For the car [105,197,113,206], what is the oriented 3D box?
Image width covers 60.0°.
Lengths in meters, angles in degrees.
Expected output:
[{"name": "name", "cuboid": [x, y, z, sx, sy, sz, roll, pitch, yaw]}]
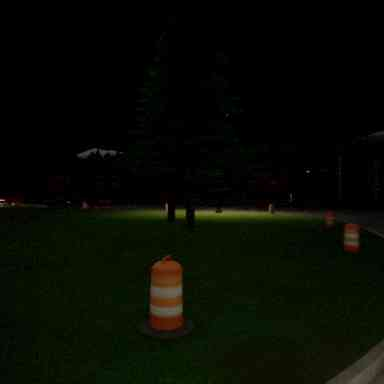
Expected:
[{"name": "car", "cuboid": [-18.040, 1.852, 65.715, 4.553, 1.767, 2.097, 0, -1, 23]}]

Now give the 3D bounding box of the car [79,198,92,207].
[{"name": "car", "cuboid": [-20.936, 1.938, 59.338, 4.892, 1.490, 1.837, 1, 0, 23]}]

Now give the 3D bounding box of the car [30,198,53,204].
[{"name": "car", "cuboid": [-32.498, 1.913, 71.708, 4.718, 1.301, 1.895, 0, -1, 23]}]

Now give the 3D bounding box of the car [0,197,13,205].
[{"name": "car", "cuboid": [-36.493, 1.737, 61.999, 4.902, 1.511, 2.128, 0, -1, 23]}]

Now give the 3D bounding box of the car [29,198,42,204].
[{"name": "car", "cuboid": [-33.811, 1.835, 68.464, 4.181, 1.385, 1.994, 0, -1, 23]}]

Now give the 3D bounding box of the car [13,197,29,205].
[{"name": "car", "cuboid": [-35.152, 1.725, 65.232, 5.008, 1.535, 1.882, 0, -1, 23]}]

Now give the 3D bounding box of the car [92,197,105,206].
[{"name": "car", "cuboid": [-19.575, 1.959, 62.562, 4.902, 1.511, 2.128, 0, -1, 23]}]

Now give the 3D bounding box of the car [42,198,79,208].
[{"name": "car", "cuboid": [-22.257, 1.888, 56.096, 4.902, 1.511, 2.128, 0, -1, 23]}]
